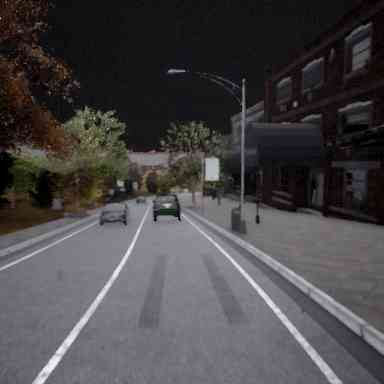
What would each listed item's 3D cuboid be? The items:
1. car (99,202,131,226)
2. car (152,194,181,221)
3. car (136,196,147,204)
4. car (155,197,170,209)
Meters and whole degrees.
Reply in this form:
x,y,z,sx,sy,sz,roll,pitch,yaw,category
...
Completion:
x,y,z,sx,sy,sz,roll,pitch,yaw,category
-5.439,1.532,23.899,1.837,1.490,4.892,-1,0,-6,car
-2.124,1.199,27.573,2.150,2.045,5.566,-1,0,-6,car
-9.646,1.533,63.706,1.837,1.490,4.892,-1,0,-6,car
-4.039,1.507,45.229,1.812,1.442,4.674,-1,0,-6,car
